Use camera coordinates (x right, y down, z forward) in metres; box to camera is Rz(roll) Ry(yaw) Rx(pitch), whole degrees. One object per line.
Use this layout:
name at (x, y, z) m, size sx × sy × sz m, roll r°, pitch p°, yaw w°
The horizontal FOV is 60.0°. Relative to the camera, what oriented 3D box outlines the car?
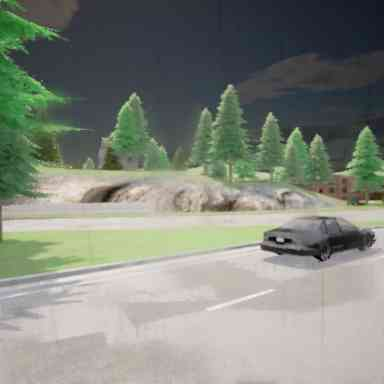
car at (4.833, 1.591, 12.353) m, size 5.357 × 1.411 × 2.033 m, roll 0°, pitch 0°, yaw -38°
